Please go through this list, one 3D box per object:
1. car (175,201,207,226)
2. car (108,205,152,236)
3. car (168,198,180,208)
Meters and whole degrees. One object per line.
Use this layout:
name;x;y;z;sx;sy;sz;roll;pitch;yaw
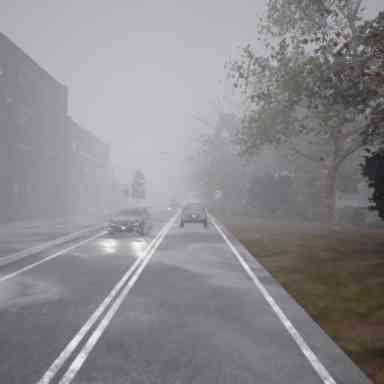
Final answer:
car;0.124;1.598;23.536;2.033;1.411;5.357;0;0;0
car;-3.332;1.529;18.602;1.837;1.490;4.892;0;-1;0
car;-3.118;1.906;59.151;2.097;1.767;4.553;0;-1;1
